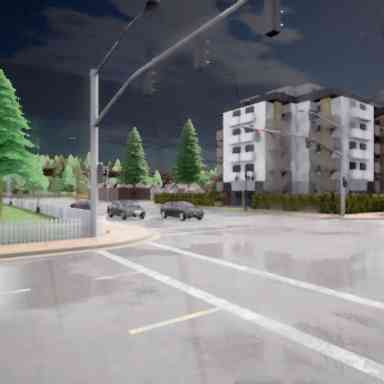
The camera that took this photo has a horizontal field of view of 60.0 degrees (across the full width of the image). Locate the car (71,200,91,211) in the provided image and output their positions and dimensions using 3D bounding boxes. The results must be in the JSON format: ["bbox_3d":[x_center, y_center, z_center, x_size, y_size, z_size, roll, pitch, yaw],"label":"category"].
[{"bbox_3d":[-12.312,1.599,38.013,1.895,1.301,4.718,0,0,-34],"label":"car"}]

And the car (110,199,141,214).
[{"bbox_3d":[-7.469,1.561,37.100,1.994,1.385,4.181,0,0,-34],"label":"car"}]

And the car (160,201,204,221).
[{"bbox_3d":[-0.905,1.502,27.428,1.837,1.490,4.892,0,0,-34],"label":"car"}]

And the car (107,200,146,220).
[{"bbox_3d":[-5.625,1.489,28.146,2.128,1.511,4.902,0,0,-34],"label":"car"}]
